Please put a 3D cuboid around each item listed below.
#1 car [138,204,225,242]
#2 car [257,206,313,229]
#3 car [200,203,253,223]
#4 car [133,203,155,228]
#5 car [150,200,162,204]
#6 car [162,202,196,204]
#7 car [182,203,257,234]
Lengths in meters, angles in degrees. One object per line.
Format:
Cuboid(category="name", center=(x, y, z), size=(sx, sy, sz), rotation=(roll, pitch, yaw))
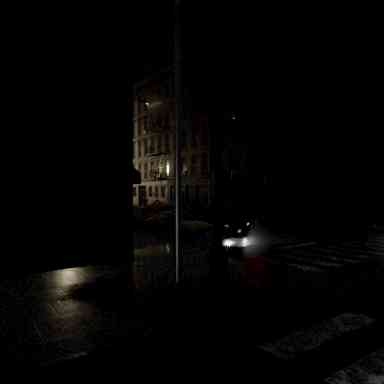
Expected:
Cuboid(category="car", center=(-0.713, 1.554, 16.737), size=(1.752, 1.417, 4.829), rotation=(0, 0, -35))
Cuboid(category="car", center=(5.731, 1.557, 21.523), size=(1.947, 1.339, 4.313), rotation=(0, 0, -35))
Cuboid(category="car", center=(2.591, 1.578, 25.932), size=(1.802, 1.307, 4.206), rotation=(0, 0, -35))
Cuboid(category="car", center=(-3.952, 1.584, 21.285), size=(2.008, 1.369, 4.403), rotation=(0, 0, -35))
Cuboid(category="car", center=(-3.787, 1.528, 34.889), size=(1.752, 1.417, 4.829), rotation=(0, 0, -35))
Cuboid(category="car", center=(-0.549, 1.565, 30.341), size=(1.947, 1.339, 4.313), rotation=(0, 0, -35))
Cuboid(category="car", center=(0.930, 1.564, 18.838), size=(2.033, 1.411, 5.357), rotation=(0, 0, -33))
